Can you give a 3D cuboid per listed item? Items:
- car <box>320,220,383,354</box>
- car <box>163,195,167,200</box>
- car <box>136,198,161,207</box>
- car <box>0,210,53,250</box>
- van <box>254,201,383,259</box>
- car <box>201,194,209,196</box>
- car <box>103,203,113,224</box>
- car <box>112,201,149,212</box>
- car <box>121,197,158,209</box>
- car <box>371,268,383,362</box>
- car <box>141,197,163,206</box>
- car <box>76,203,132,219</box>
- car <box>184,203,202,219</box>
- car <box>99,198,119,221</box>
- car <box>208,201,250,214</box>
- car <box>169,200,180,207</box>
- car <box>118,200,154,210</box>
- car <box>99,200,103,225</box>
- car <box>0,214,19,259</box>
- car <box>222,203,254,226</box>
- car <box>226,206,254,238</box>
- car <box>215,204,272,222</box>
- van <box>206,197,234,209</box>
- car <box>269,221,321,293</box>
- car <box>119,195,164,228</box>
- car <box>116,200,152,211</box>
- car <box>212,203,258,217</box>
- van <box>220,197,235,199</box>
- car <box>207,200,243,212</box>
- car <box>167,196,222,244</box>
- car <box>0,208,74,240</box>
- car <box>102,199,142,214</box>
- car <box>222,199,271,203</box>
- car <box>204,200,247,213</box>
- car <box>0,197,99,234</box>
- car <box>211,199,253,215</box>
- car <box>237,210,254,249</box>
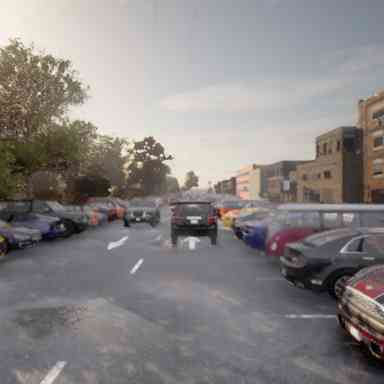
[{"bbox_3d":[4.571,1.409,4.745,4.553,1.767,2.185,0,-1,0],"label":"car"},{"bbox_3d":[-8.588,1.892,68.884,5.566,2.045,2.435,0,0,0],"label":"car"},{"bbox_3d":[-8.590,1.993,65.973,4.553,1.767,2.185,0,0,0],"label":"car"},{"bbox_3d":[-8.549,1.627,13.185,4.892,1.521,2.231,0,-1,0],"label":"car"},{"bbox_3d":[4.422,1.371,10.438,4.442,1.987,1.878,0,-1,0],"label":"van"},{"bbox_3d":[4.554,1.748,52.186,5.566,2.045,2.435,0,0,0],"label":"car"},{"bbox_3d":[-8.549,1.782,24.323,4.674,1.452,2.002,0,-1,0],"label":"car"},{"bbox_3d":[-8.523,1.980,46.602,4.792,1.488,2.163,0,-1,0],"label":"car"},{"bbox_3d":[-8.583,1.771,54.835,5.566,2.045,2.435,0,0,0],"label":"car"},{"bbox_3d":[4.355,1.502,2.086,5.366,1.575,1.946,0,-1,0],"label":"car"},{"bbox_3d":[-8.529,2.042,71.668,4.553,1.767,2.185,0,0,0],"label":"car"},{"bbox_3d":[-8.553,1.823,32.677,5.008,1.535,2.097,0,-1,0],"label":"car"},{"bbox_3d":[0.090,1.888,34.640,1.812,1.442,4.674,0,-1,0],"label":"car"},{"bbox_3d":[-8.516,1.671,29.894,4.553,1.767,2.185,0,-1,0],"label":"car"},{"bbox_3d":[4.523,1.903,41.052,4.892,1.521,2.231,0,-1,0],"label":"car"},{"bbox_3d":[-3.525,2.236,66.381,1.895,1.301,4.718,0,0,0],"label":"car"},{"bbox_3d":[-8.740,1.995,52.048,5.366,1.575,1.946,0,0,0],"label":"car"},{"bbox_3d":[-8.514,1.588,21.540,4.553,1.767,2.185,0,-1,0],"label":"car"},{"bbox_3d":[-8.547,1.596,10.400,5.008,1.535,2.097,0,-1,0],"label":"car"},{"bbox_3d":[4.720,1.711,21.568,5.366,1.575,1.946,0,-1,0],"label":"car"},{"bbox_3d":[4.533,1.726,18.785,4.674,1.452,2.002,0,-1,0],"label":"car"},{"bbox_3d":[4.562,1.827,29.918,4.792,1.488,2.163,0,-1,0],"label":"car"},{"bbox_3d":[4.641,1.797,54.845,4.442,1.987,1.878,0,0,0],"label":"van"},{"bbox_3d":[4.533,1.568,7.652,4.892,1.521,2.231,0,-1,0],"label":"car"},{"bbox_3d":[-3.605,1.490,24.949,2.150,2.045,5.566,0,-1,0],"label":"car"},{"bbox_3d":[-8.559,1.975,49.388,5.008,1.535,2.097,0,-1,0],"label":"car"},{"bbox_3d":[4.528,1.890,35.484,4.674,1.452,2.002,0,-1,0],"label":"car"},{"bbox_3d":[4.651,1.544,27.074,4.442,1.987,1.878,0,-1,0],"label":"van"},{"bbox_3d":[4.534,1.952,46.617,4.892,1.521,2.231,0,-1,0],"label":"car"},{"bbox_3d":[0.096,1.410,17.142,2.150,2.045,5.566,0,-1,0],"label":"car"},{"bbox_3d":[-8.572,1.685,15.967,4.792,1.488,2.163,0,-1,0],"label":"car"},{"bbox_3d":[-8.582,1.776,41.035,4.553,1.767,2.185,0,-1,0],"label":"car"},{"bbox_3d":[4.565,1.616,24.353,4.553,1.767,2.185,0,-1,0],"label":"car"},{"bbox_3d":[4.343,1.923,43.834,5.366,1.575,1.946,0,-1,0],"label":"car"},{"bbox_3d":[-8.516,1.434,18.758,5.566,2.045,2.435,0,-1,0],"label":"car"},{"bbox_3d":[4.561,1.751,38.268,4.553,1.767,2.185,0,-1,0],"label":"car"},{"bbox_3d":[4.532,1.626,13.218,5.008,1.535,2.097,0,-1,0],"label":"car"}]
